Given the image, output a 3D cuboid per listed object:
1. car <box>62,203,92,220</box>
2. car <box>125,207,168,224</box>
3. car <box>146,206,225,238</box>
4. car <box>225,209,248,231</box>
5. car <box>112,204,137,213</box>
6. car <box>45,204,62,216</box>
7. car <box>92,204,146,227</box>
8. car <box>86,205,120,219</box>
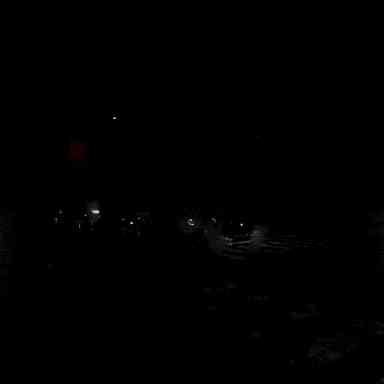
[{"bbox_3d":[-11.931,2.214,35.286,1.994,1.385,4.181,0,-1,-36],"label":"car"},{"bbox_3d":[-4.242,2.082,30.250,1.895,1.301,4.718,0,-1,-36],"label":"car"},{"bbox_3d":[-0.510,1.636,19.625,2.097,1.767,4.553,0,-1,-36],"label":"car"},{"bbox_3d":[1.591,1.800,22.261,1.837,1.490,4.892,0,-1,-36],"label":"car"},{"bbox_3d":[-10.095,2.435,49.623,1.895,1.301,4.718,0,-1,-36],"label":"car"},{"bbox_3d":[-17.763,2.331,43.322,2.128,1.511,4.902,0,-1,-36],"label":"car"},{"bbox_3d":[-6.091,2.009,27.277,2.033,1.411,5.357,0,-1,-35],"label":"car"},{"bbox_3d":[-10.467,2.230,38.786,2.033,1.411,5.357,0,-1,-36],"label":"car"}]
